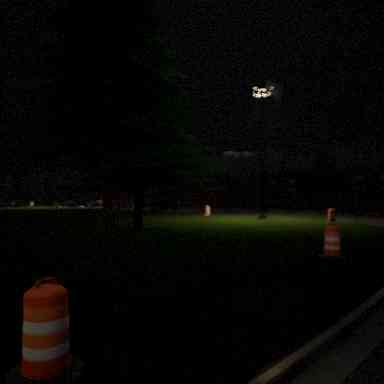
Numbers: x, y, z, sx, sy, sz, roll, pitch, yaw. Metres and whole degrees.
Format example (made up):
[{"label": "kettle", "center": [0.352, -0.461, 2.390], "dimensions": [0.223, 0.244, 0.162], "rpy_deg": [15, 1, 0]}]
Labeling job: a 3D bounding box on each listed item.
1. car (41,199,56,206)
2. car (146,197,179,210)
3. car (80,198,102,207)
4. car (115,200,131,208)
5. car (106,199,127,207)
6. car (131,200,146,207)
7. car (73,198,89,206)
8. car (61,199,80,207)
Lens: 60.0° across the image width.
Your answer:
[{"label": "car", "center": [-33.480, 2.601, 78.951], "dimensions": [1.812, 1.442, 4.674], "rpy_deg": [0, -1, -44]}, {"label": "car", "center": [-4.518, 1.873, 54.407], "dimensions": [2.150, 2.045, 5.566], "rpy_deg": [0, -1, -44]}, {"label": "car", "center": [-21.918, 2.495, 72.096], "dimensions": [1.994, 1.385, 4.181], "rpy_deg": [0, -1, -44]}, {"label": "car", "center": [-14.476, 2.298, 64.561], "dimensions": [1.882, 1.535, 5.008], "rpy_deg": [0, -1, -44]}, {"label": "car", "center": [-16.208, 2.384, 71.253], "dimensions": [1.882, 1.535, 5.008], "rpy_deg": [0, -1, -44]}, {"label": "car", "center": [-11.679, 2.366, 71.617], "dimensions": [1.882, 1.535, 5.008], "rpy_deg": [0, -1, -44]}, {"label": "car", "center": [-27.700, 2.452, 83.050], "dimensions": [2.097, 1.767, 4.553], "rpy_deg": [0, -1, -44]}, {"label": "car", "center": [-26.262, 2.497, 71.541], "dimensions": [2.033, 1.411, 5.357], "rpy_deg": [0, -1, -44]}]
